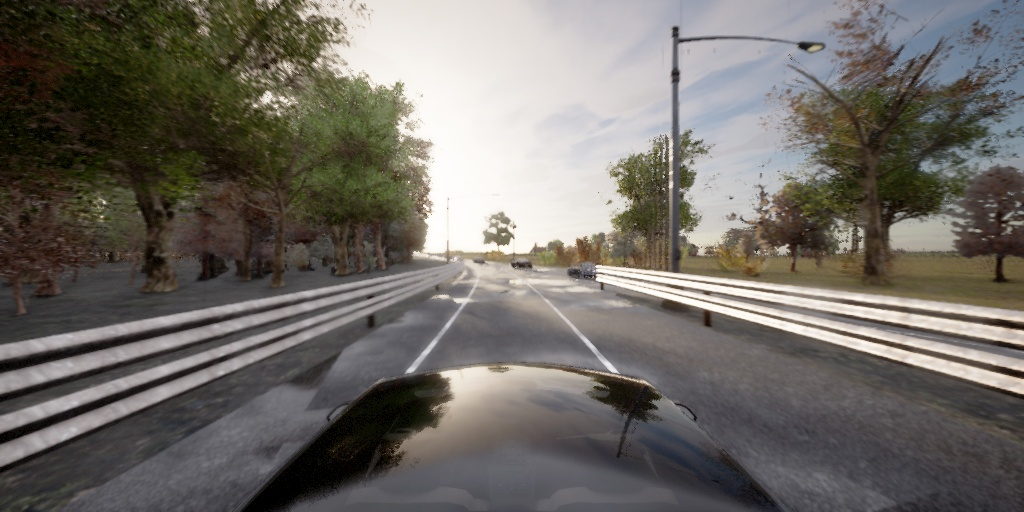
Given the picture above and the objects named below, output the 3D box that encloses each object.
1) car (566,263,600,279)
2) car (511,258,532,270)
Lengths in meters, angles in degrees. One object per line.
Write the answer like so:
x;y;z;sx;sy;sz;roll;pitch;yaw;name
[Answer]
6.311;1.260;31.476;1.994;1.385;4.181;1;0;-16;car
1.236;1.053;49.084;1.882;1.535;5.008;0;0;-16;car
